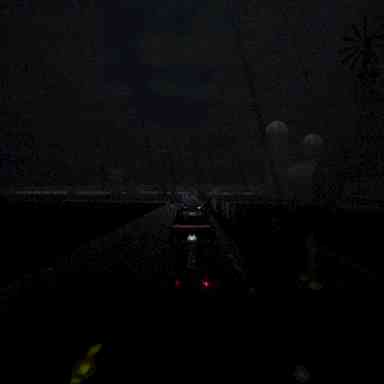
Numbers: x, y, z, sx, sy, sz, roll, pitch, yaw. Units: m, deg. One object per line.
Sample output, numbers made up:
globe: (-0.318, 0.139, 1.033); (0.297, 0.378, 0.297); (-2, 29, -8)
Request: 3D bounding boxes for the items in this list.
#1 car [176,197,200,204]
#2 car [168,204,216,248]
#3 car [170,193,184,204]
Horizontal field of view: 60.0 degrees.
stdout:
car: (0.000, 1.485, 29.652); (2.128, 1.511, 4.902); (0, 0, 0)
car: (0.000, 1.491, 14.651); (2.128, 1.511, 4.902); (0, 0, 0)
car: (-2.750, 1.290, 61.623); (2.150, 2.045, 5.566); (0, 0, 0)
